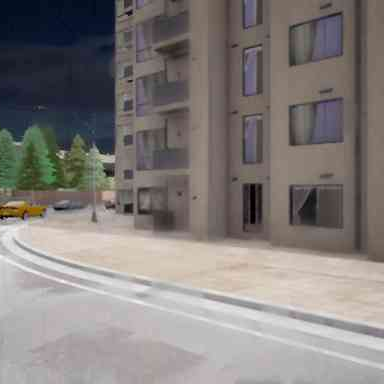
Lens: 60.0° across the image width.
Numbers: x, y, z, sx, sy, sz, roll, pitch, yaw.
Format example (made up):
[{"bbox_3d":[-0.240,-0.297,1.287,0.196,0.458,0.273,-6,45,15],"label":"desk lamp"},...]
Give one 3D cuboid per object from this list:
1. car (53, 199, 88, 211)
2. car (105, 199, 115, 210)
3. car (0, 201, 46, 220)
[{"bbox_3d":[-14.621,1.577,40.253,1.994,1.385,4.181,0,0,25],"label":"car"},{"bbox_3d":[-9.158,1.537,42.910,1.812,1.442,4.674,0,0,33],"label":"car"},{"bbox_3d":[-14.222,1.488,28.193,1.882,1.535,5.008,0,0,2],"label":"car"}]
